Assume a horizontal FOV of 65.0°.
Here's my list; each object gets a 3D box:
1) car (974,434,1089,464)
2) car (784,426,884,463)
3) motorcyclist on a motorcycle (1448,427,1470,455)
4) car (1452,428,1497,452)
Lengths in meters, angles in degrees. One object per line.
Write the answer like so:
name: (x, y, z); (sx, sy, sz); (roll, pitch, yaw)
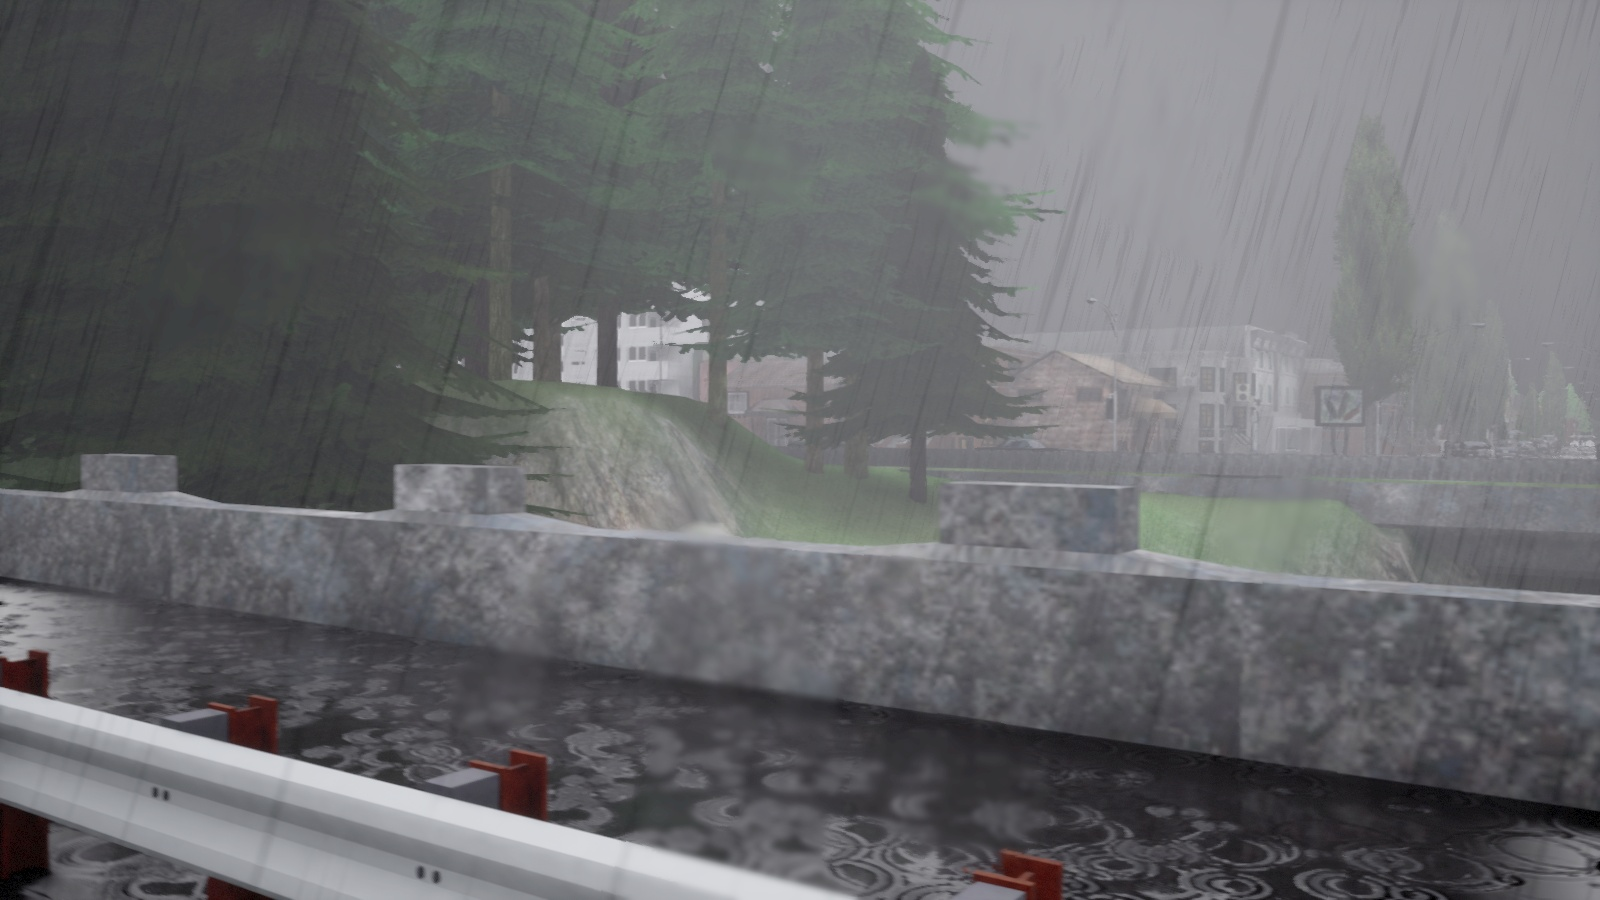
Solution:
car: (10.451, -0.038, 56.761); (4.718, 1.301, 1.895); (0, 1, 34)
car: (1.674, -0.280, 62.602); (4.553, 1.767, 2.097); (0, 1, 34)
motorcyclist on a motorcycle: (36.233, -0.504, 69.049); (0.866, 1.530, 2.191); (0, 1, 34)
car: (40.792, -0.610, 75.903); (1.994, 1.385, 4.181); (0, 1, 34)
